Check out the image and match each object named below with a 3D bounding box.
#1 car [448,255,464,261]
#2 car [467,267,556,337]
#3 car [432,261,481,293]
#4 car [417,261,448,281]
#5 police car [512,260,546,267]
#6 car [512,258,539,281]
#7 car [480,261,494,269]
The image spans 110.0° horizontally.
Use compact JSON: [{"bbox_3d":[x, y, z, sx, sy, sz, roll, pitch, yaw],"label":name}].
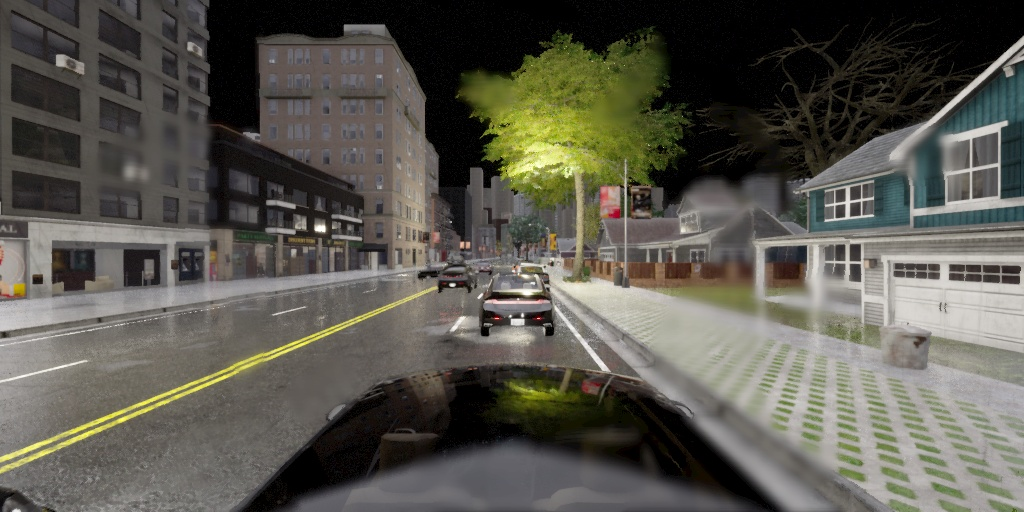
[{"bbox_3d":[-9.583,0.923,61.422,2.150,2.045,5.566,0,0,1],"label":"car"},{"bbox_3d":[0.131,1.239,10.315,2.128,1.511,4.902,0,0,0],"label":"car"},{"bbox_3d":[-3.076,1.244,20.952,1.837,1.490,4.892,0,0,0],"label":"car"},{"bbox_3d":[-6.494,1.331,30.034,1.895,1.301,4.718,0,0,0],"label":"car"},{"bbox_3d":[1.045,1.165,20.564,1.930,1.638,5.238,0,0,0],"label":"police car"},{"bbox_3d":[1.082,1.081,30.424,2.097,1.767,4.553,0,0,0],"label":"car"},{"bbox_3d":[-3.010,1.269,39.099,2.033,1.411,5.357,0,0,0],"label":"car"}]
